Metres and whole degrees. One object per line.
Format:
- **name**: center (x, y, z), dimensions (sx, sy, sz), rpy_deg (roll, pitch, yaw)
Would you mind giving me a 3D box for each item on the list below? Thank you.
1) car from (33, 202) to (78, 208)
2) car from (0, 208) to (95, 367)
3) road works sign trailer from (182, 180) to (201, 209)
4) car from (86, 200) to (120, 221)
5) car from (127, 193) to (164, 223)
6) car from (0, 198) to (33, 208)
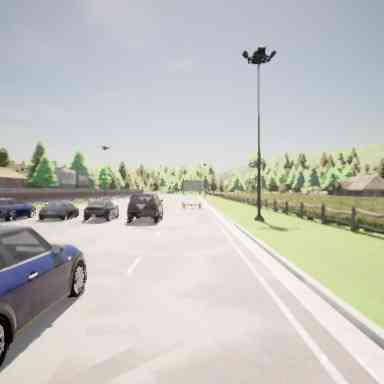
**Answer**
- **car**: center (-10.400, 1.457, 26.316), dimensions (1.994, 1.385, 4.181), rpy_deg (0, 0, 0)
- **car**: center (-3.400, 1.329, 5.582), dimensions (2.097, 1.767, 4.553), rpy_deg (0, 0, 0)
- **road works sign trailer**: center (0.001, 0.294, 42.160), dimensions (2.380, 3.560, 2.880), rpy_deg (0, 0, 0)
- **car**: center (-6.900, 1.400, 25.706), dimensions (1.837, 1.490, 4.892), rpy_deg (0, 0, 0)
- **car**: center (-3.400, 1.121, 24.827), dimensions (2.150, 2.045, 5.566), rpy_deg (0, 0, 0)
- **car**: center (-13.900, 1.248, 25.374), dimensions (2.097, 1.767, 4.553), rpy_deg (0, 0, 0)
